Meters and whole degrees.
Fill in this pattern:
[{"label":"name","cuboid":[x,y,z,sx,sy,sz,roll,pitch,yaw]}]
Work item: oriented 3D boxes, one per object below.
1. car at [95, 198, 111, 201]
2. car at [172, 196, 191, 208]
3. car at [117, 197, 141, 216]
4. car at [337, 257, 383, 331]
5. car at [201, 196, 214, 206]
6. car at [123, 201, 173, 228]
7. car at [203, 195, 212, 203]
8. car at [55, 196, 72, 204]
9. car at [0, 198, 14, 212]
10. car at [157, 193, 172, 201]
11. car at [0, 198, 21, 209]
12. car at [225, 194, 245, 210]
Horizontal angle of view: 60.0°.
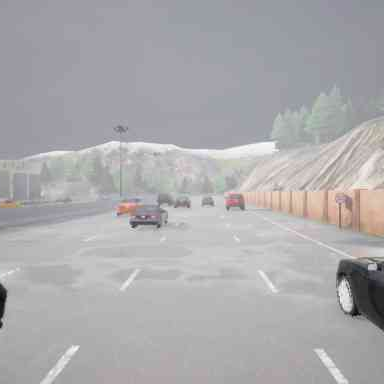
[{"label":"car","cuboid":[-15.007,1.600,56.520,1.895,1.301,4.718,0,0,3]},{"label":"car","cuboid":[-1.257,1.354,47.437,2.097,1.767,4.553,0,0,3]},{"label":"car","cuboid":[-5.682,1.352,32.121,2.097,1.767,4.553,0,0,3]},{"label":"car","cuboid":[3.693,1.477,4.431,1.882,1.535,5.008,0,0,1]},{"label":"car","cuboid":[2.540,1.491,53.255,2.128,1.511,4.902,0,0,3]},{"label":"car","cuboid":[-2.748,1.547,22.162,2.033,1.411,5.357,0,0,3]},{"label":"car","cuboid":[3.200,1.478,69.624,1.882,1.535,5.008,0,0,2]},{"label":"car","cuboid":[-25.088,1.507,65.133,1.812,1.442,4.674,0,0,2]},{"label":"car","cuboid":[-23.022,1.506,38.699,1.837,1.490,4.892,0,0,3]},{"label":"car","cuboid":[-4.397,1.215,54.545,2.150,2.045,5.566,0,-1,3]},{"label":"car","cuboid":[-19.779,1.477,34.379,1.882,1.535,5.008,0,0,4]},{"label":"car","cuboid":[5.468,1.221,42.554,2.150,2.045,5.566,0,0,4]}]
